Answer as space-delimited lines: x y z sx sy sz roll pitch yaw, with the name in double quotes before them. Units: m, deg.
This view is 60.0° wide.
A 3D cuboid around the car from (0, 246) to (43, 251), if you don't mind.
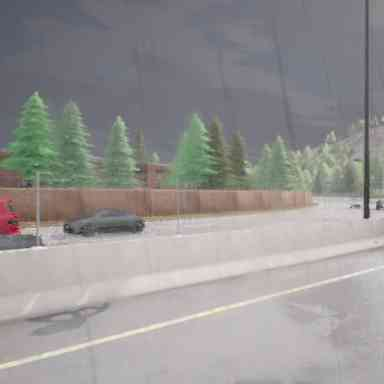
"car" -6.408 1.544 8.009 5.357 1.411 2.033 0 0 -35
